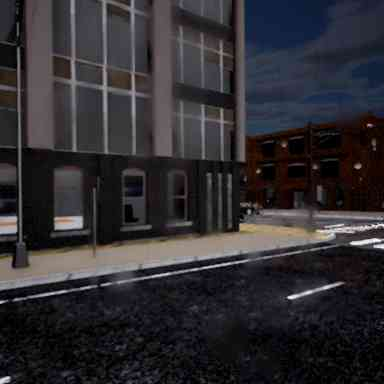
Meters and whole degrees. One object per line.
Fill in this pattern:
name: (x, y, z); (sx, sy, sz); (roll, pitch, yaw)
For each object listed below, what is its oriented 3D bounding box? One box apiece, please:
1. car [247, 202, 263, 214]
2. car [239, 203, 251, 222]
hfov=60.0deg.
car: (6.309, 1.911, 38.886); (2.008, 1.369, 4.403); (-2, 0, -37)
car: (2.691, 1.928, 29.290); (1.947, 1.339, 4.313); (-2, 0, -37)
